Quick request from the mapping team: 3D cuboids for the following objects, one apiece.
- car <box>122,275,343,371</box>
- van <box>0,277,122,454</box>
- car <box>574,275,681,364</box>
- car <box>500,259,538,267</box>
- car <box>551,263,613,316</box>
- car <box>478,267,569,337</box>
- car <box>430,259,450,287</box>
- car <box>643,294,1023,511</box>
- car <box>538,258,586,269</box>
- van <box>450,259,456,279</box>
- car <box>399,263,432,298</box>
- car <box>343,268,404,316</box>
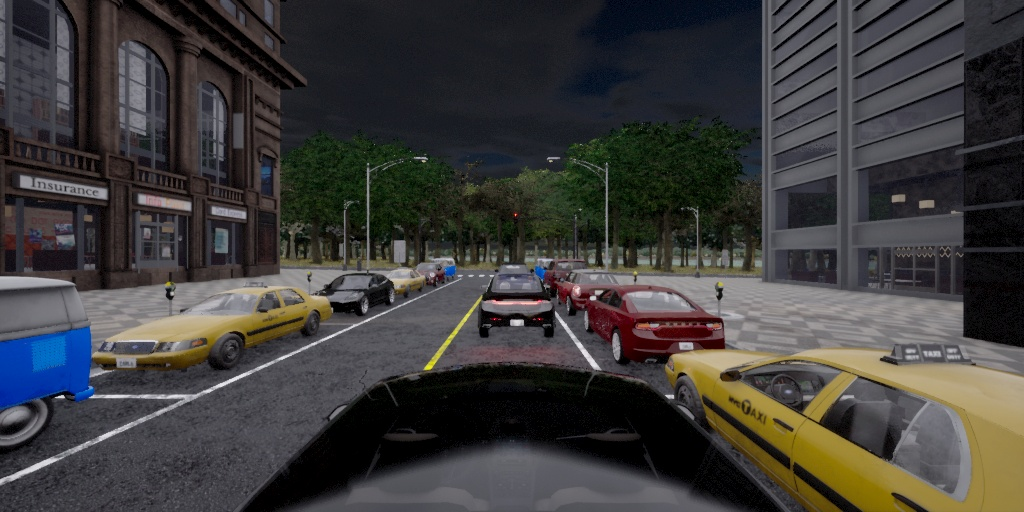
[{"bbox_3d":[-5.754,1.275,7.764,1.751,1.417,4.829,0,0,0],"label":"car"},{"bbox_3d":[-5.762,1.091,2.496,1.690,1.789,3.998,0,0,0],"label":"van"},{"bbox_3d":[2.771,1.295,7.921,1.888,1.381,4.507,0,0,0],"label":"car"},{"bbox_3d":[0.128,1.103,19.200,2.097,1.767,4.553,0,0,1],"label":"car"},{"bbox_3d":[2.780,1.190,13.358,1.967,1.591,4.097,0,0,0],"label":"car"},{"bbox_3d":[0.113,1.242,10.235,2.128,1.511,4.902,0,0,0],"label":"car"},{"bbox_3d":[-5.728,1.192,24.246,1.967,1.591,4.097,0,0,0],"label":"car"},{"bbox_3d":[2.763,1.275,2.653,1.751,1.417,4.829,0,0,0],"label":"car"},{"bbox_3d":[2.788,1.066,18.795,2.192,1.841,5.009,0,0,0],"label":"car"},{"bbox_3d":[-5.720,1.094,29.684,1.690,1.789,3.998,0,0,0],"label":"van"},{"bbox_3d":[-5.737,1.276,18.639,1.751,1.417,4.829,0,0,0],"label":"car"},{"bbox_3d":[-5.745,1.316,13.371,1.948,1.339,4.313,0,0,0],"label":"car"}]
